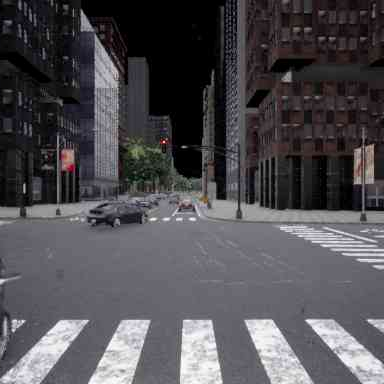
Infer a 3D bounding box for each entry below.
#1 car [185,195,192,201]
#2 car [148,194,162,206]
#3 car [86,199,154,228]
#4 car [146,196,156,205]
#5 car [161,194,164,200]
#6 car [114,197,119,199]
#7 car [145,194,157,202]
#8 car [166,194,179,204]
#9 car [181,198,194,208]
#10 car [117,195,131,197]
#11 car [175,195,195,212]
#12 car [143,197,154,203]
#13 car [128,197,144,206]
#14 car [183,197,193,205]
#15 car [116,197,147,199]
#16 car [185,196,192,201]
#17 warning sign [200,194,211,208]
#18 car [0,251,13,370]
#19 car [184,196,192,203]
[{"bbox_3d":[-0.905,1.574,87.819,1.967,1.590,4.097,0,0,0],"label":"car"},{"bbox_3d":[-6.549,1.551,55.571,1.837,1.490,4.892,0,0,0],"label":"car"},{"bbox_3d":[-4.754,1.457,21.735,1.837,1.490,4.892,3,1,25],"label":"car"},{"bbox_3d":[-6.506,1.587,45.378,1.994,1.385,4.181,0,0,-1],"label":"car"},{"bbox_3d":[-9.431,1.449,87.777,2.192,1.841,5.009,0,0,0],"label":"car"},{"bbox_3d":[-9.124,1.574,38.944,1.947,1.339,4.313,0,0,0],"label":"car"},{"bbox_3d":[-9.363,1.417,76.926,2.192,1.841,5.009,0,0,0],"label":"car"},{"bbox_3d":[-3.436,1.618,65.332,2.033,1.411,5.357,0,0,0],"label":"car"},{"bbox_3d":[-0.667,1.615,49.844,1.802,1.307,4.206,0,0,0],"label":"car"},{"bbox_3d":[-9.159,1.335,44.370,2.192,1.841,5.009,0,0,0],"label":"car"},{"bbox_3d":[-0.600,1.448,38.995,1.967,1.590,4.097,0,0,0],"label":"car"},{"bbox_3d":[-9.328,1.669,71.499,1.802,1.307,4.206,0,0,0],"label":"car"},{"bbox_3d":[-9.225,1.570,55.051,1.752,1.417,4.829,0,0,0],"label":"car"},{"bbox_3d":[-0.735,1.603,60.694,1.887,1.381,4.507,0,0,0],"label":"car"},{"bbox_3d":[-6.446,1.548,35.423,2.033,1.411,5.357,0,0,-1],"label":"car"},{"bbox_3d":[-0.940,1.696,93.243,1.887,1.381,4.507,0,0,0],"label":"car"},{"bbox_3d":[1.689,1.132,42.679,1.300,1.860,1.060,0,0,0],"label":"warning sign"},{"bbox_3d":[-3.935,1.506,5.188,1.837,1.490,4.892,3,-1,-29],"label":"car"},{"bbox_3d":[-0.804,1.613,71.714,1.752,1.417,4.829,0,0,0],"label":"car"}]
